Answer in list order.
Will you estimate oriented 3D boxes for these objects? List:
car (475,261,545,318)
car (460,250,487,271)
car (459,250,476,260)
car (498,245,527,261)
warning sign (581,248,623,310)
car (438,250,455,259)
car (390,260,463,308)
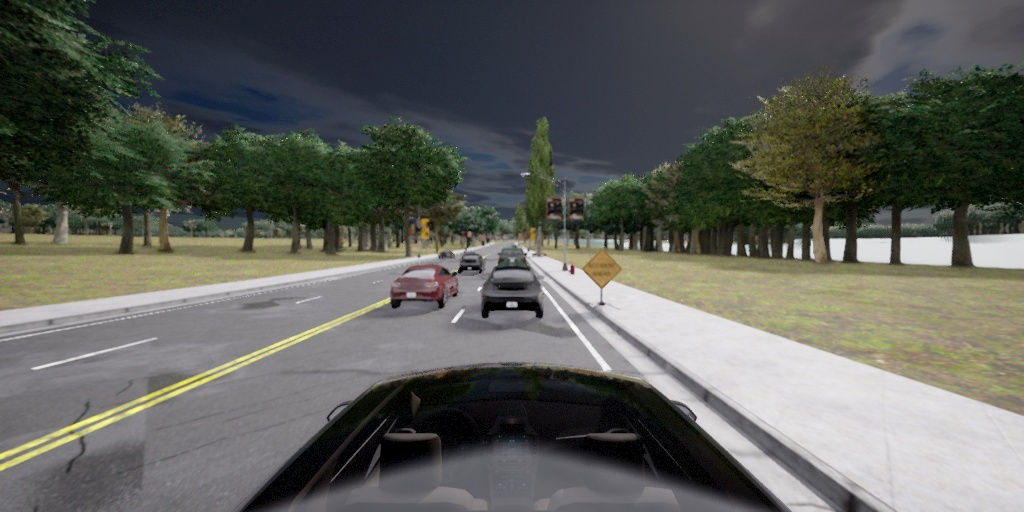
[{"bbox_3d":[0.038,1.056,12.088,1.837,1.490,4.892,0,0,1],"label":"car"},{"bbox_3d":[-3.206,0.572,29.577,1.837,1.490,4.892,0,2,0],"label":"car"},{"bbox_3d":[-6.617,-0.208,54.093,1.994,1.385,4.181,0,2,0],"label":"car"},{"bbox_3d":[0.038,0.328,28.410,2.150,2.045,5.566,0,2,0],"label":"car"},{"bbox_3d":[2.840,0.687,11.402,1.300,1.860,1.060,0,0,0],"label":"warning sign"},{"bbox_3d":[-9.868,-0.208,54.080,1.994,1.385,4.181,0,2,0],"label":"car"},{"bbox_3d":[-3.195,1.046,13.680,1.812,1.442,4.674,0,1,0],"label":"car"}]
